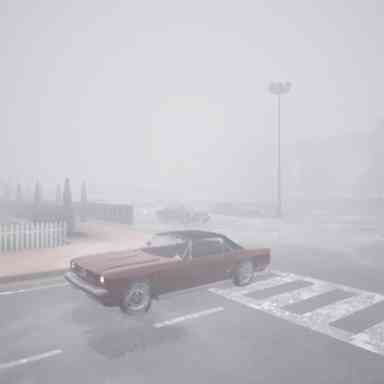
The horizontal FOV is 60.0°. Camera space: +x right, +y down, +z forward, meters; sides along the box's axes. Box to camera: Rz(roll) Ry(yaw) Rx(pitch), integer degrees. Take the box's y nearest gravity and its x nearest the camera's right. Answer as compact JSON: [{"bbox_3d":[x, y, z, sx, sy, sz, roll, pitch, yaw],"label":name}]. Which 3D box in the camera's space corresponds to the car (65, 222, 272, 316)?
[{"bbox_3d":[-0.338,1.601,7.692,4.718,1.301,1.895,0,0,-39],"label":"car"}]

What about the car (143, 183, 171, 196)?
[{"bbox_3d":[-6.587,-0.187,61.303,1.882,1.535,5.008,0,7,-37],"label":"car"}]

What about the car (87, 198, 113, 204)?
[{"bbox_3d":[-10.123,1.333,36.578,1.994,1.385,4.181,0,2,-37],"label":"car"}]

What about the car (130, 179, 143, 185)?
[{"bbox_3d":[-12.828,-1.487,69.603,1.882,1.535,5.008,0,7,-37],"label":"car"}]

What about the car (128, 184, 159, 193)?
[{"bbox_3d":[-8.555,0.058,57.927,2.033,1.411,5.357,0,6,-37],"label":"car"}]

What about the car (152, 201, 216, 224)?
[{"bbox_3d":[-0.719,1.600,24.182,1.895,1.301,4.718,0,0,-37],"label":"car"}]

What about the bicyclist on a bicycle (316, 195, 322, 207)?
[{"bbox_3d":[18.061,1.291,47.375,1.656,1.620,0.582,0,0,-37],"label":"bicyclist on a bicycle"}]

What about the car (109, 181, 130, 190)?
[{"bbox_3d":[-14.819,-1.300,66.260,1.882,1.535,5.008,0,7,-37],"label":"car"}]

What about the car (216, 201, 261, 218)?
[{"bbox_3d":[3.674,1.540,29.976,2.033,1.411,5.357,0,0,-37],"label":"car"}]

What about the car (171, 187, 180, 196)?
[{"bbox_3d":[-4.196,-0.267,63.943,1.882,1.535,5.008,0,7,-37],"label":"car"}]

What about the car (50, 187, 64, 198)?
[{"bbox_3d":[-19.499,0.073,49.104,1.837,1.490,4.892,0,6,-36],"label":"car"}]

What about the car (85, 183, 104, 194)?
[{"bbox_3d":[-16.904,-0.636,57.384,2.097,1.767,4.553,0,7,-37],"label":"car"}]

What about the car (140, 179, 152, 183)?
[{"bbox_3d":[-10.504,-1.827,72.186,2.150,2.045,5.566,0,7,-37],"label":"car"}]

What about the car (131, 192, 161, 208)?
[{"bbox_3d":[-6.374,1.141,43.227,1.812,1.442,4.674,0,3,-37],"label":"car"}]
